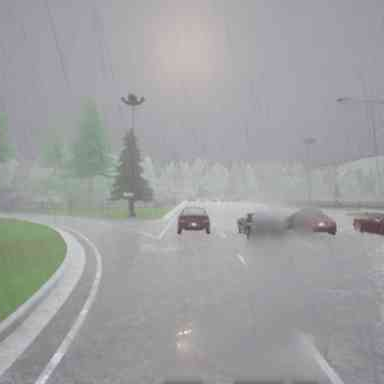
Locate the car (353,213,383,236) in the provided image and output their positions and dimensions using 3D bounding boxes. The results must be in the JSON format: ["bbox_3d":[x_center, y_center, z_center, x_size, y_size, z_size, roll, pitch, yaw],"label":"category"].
[{"bbox_3d":[10.605,1.781,17.919,1.895,1.301,4.718,0,-1,0],"label":"car"}]

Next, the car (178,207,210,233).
[{"bbox_3d":[0.105,1.690,21.082,1.882,1.535,5.008,0,-1,0],"label":"car"}]

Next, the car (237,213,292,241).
[{"bbox_3d":[3.605,1.781,17.920,1.895,1.301,4.718,0,-1,0],"label":"car"}]

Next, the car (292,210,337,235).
[{"bbox_3d":[7.105,1.768,20.262,1.994,1.385,4.181,0,-1,0],"label":"car"}]
